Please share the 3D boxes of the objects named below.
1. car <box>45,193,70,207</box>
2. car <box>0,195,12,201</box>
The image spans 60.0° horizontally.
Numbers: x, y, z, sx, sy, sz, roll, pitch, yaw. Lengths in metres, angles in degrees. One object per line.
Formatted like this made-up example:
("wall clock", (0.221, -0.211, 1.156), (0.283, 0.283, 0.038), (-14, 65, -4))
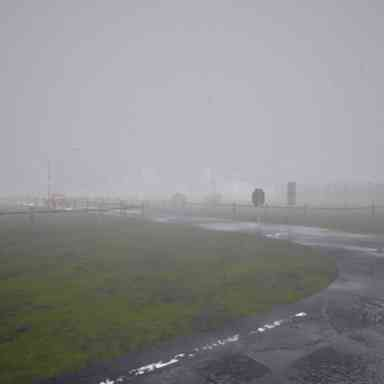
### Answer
("car", (-19.866, 1.140, 48.974), (2.150, 2.045, 5.566), (1, -1, -40))
("car", (-45.229, 1.403, 80.560), (5.008, 1.535, 1.882), (0, -1, 45))
